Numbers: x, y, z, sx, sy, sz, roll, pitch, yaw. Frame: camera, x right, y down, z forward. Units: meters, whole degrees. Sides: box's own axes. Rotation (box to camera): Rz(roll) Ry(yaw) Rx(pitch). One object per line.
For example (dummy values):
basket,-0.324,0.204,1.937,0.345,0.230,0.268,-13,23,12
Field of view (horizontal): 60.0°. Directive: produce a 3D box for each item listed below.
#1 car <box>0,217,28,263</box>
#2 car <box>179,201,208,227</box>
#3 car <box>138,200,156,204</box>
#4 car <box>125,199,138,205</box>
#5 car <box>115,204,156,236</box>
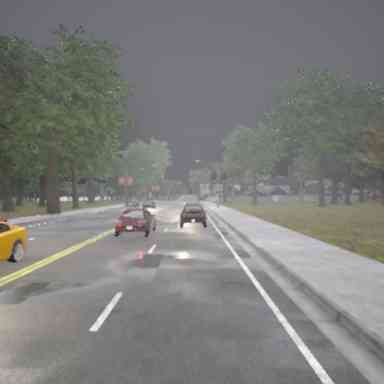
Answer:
car,-6.606,1.541,9.472,1.882,1.535,5.008,0,0,0
car,0.086,1.675,24.591,1.837,1.490,4.892,0,-1,0
car,-6.598,1.963,50.957,1.994,1.385,4.181,0,-1,0
car,-9.837,1.935,55.306,2.128,1.511,4.902,0,0,0
car,-3.161,1.656,19.103,1.812,1.442,4.674,0,0,0
